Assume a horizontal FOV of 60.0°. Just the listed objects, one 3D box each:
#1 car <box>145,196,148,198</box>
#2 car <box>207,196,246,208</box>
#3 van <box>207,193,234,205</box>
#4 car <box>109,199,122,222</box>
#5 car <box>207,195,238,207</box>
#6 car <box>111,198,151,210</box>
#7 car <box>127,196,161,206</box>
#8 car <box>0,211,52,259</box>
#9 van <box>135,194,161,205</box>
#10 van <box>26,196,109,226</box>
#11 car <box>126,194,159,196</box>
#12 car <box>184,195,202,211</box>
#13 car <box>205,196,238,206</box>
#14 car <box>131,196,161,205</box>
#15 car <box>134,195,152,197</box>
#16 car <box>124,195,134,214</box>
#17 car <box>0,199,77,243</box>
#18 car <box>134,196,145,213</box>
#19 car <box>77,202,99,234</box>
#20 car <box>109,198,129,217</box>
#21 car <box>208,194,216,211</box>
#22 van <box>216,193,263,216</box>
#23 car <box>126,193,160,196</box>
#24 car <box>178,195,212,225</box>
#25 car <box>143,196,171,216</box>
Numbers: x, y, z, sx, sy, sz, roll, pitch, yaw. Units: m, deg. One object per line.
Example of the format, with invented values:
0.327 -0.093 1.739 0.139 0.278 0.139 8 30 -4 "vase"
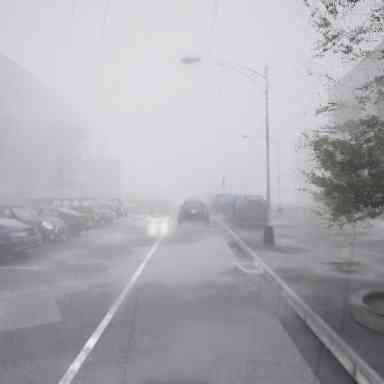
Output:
-7.663 1.479 36.544 4.792 1.488 2.163 0 0 0 "car"
4.885 1.436 47.853 5.366 1.575 1.946 0 0 0 "car"
4.820 1.233 56.338 4.442 1.987 1.878 0 -1 0 "van"
-7.646 1.462 22.577 4.892 1.521 2.231 0 0 0 "car"
4.670 1.310 50.772 4.553 1.767 2.185 0 0 0 "car"
-7.662 1.474 42.133 4.792 1.488 2.163 0 0 0 "car"
-7.627 1.439 53.248 5.008 1.535 2.097 0 0 0 "car"
-7.643 1.511 11.403 4.674 1.452 2.002 0 0 0 "car"
-7.742 1.271 58.869 4.442 1.987 1.878 0 -1 0 "van"
-7.525 1.238 19.783 4.442 1.987 1.878 0 0 0 "van"
-7.601 1.469 47.720 4.792 1.488 2.163 0 0 0 "car"
0.116 1.316 41.135 2.097 1.767 4.553 0 0 0 "car"
4.708 1.438 53.562 5.008 1.535 2.097 0 0 0 "car"
-7.656 1.487 56.080 4.792 1.488 2.163 0 0 0 "car"
-7.819 1.444 39.339 5.366 1.575 1.946 0 0 0 "car"
-7.606 1.331 28.163 4.553 1.767 2.185 0 0 0 "car"
-7.675 1.343 14.195 4.553 1.767 2.185 0 0 0 "car"
-7.821 1.449 33.752 5.366 1.575 1.946 0 0 0 "car"
-7.638 1.466 16.865 5.008 1.535 2.097 0 0 0 "car"
-7.633 1.460 25.371 4.892 1.521 2.231 0 0 0 "car"
4.723 1.199 34.023 5.566 2.045 2.435 0 0 0 "car"
4.810 1.227 31.232 4.442 1.987 1.878 0 0 0 "van"
-7.601 1.186 50.513 5.566 2.045 2.435 0 0 0 "car"
0.110 1.331 23.830 2.097 1.767 4.553 0 0 0 "car"
-3.083 1.464 32.344 2.128 1.511 4.902 0 0 0 "car"
